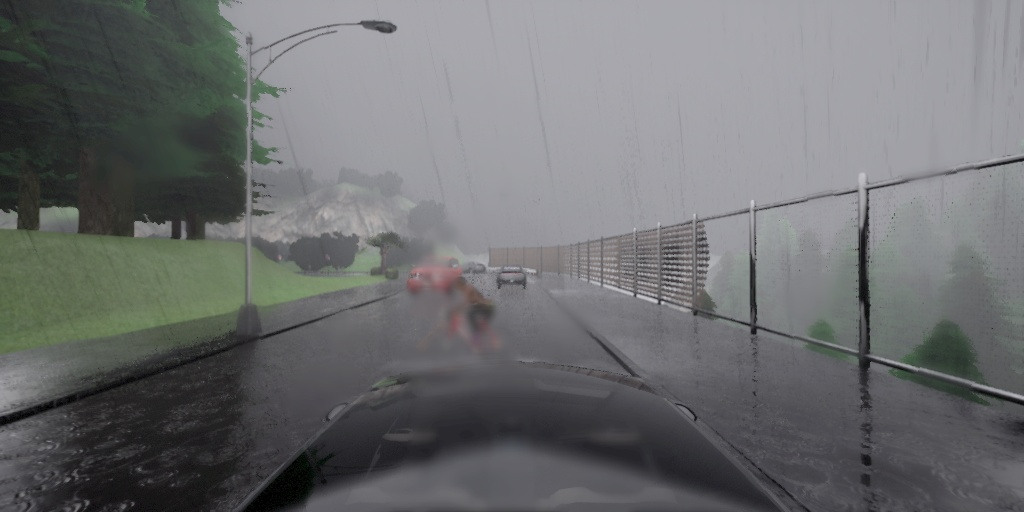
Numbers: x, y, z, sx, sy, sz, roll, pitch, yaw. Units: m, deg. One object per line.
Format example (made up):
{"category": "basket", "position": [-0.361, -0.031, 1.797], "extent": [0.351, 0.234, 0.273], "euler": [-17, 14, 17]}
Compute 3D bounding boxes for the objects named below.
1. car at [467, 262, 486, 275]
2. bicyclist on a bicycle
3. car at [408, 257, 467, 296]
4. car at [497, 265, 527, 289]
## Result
{"category": "car", "position": [-5.230, 1.414, 42.273], "extent": [4.902, 1.511, 2.128], "euler": [0, 0, 38]}
{"category": "bicyclist on a bicycle", "position": [-0.759, 1.219, 6.695], "extent": [1.656, 1.620, 0.582], "euler": [-2, 0, 0]}
{"category": "car", "position": [-4.133, 1.052, 20.299], "extent": [2.150, 2.045, 5.566], "euler": [0, -1, 0]}
{"category": "car", "position": [-0.014, 1.337, 24.420], "extent": [2.128, 1.511, 4.902], "euler": [0, 0, 0]}
